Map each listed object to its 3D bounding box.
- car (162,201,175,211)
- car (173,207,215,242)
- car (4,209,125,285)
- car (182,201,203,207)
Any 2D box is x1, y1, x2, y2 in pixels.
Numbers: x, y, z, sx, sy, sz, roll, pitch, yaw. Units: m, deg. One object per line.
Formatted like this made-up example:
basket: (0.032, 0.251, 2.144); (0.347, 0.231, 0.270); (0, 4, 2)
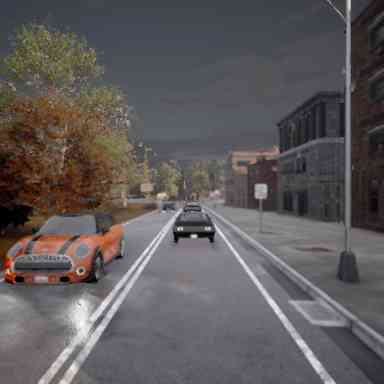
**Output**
car: (-3.459, 2.057, 49.984); (2.033, 1.411, 5.357); (0, -1, 0)
car: (0.083, 1.653, 16.724); (1.895, 1.301, 4.718); (0, 0, 0)
car: (-3.357, 1.367, 9.654); (2.097, 1.767, 4.553); (0, 0, 0)
car: (0.034, 1.748, 34.596); (1.837, 1.490, 4.892); (0, -1, 0)
